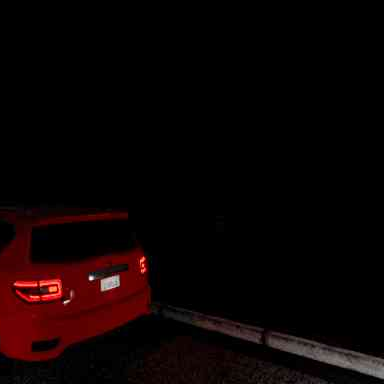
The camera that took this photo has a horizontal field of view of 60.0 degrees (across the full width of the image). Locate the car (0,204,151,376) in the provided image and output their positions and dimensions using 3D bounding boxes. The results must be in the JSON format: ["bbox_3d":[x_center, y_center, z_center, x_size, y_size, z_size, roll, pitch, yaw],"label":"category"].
[{"bbox_3d":[-3.215,1.229,5.670,5.566,2.045,2.150,0,0,35],"label":"car"}]
